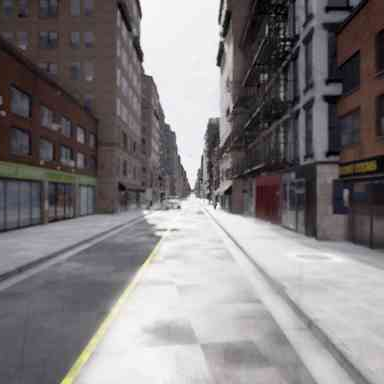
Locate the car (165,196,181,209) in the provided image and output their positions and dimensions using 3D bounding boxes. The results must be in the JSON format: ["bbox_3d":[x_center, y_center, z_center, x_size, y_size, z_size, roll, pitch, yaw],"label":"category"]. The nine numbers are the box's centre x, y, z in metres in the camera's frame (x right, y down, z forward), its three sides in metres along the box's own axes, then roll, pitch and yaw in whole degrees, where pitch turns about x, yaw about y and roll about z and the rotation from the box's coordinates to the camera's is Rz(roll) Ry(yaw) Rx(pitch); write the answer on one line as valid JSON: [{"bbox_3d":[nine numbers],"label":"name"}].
[{"bbox_3d":[-2.984,1.675,53.391,2.150,2.045,5.566,0,-1,0],"label":"car"}]
